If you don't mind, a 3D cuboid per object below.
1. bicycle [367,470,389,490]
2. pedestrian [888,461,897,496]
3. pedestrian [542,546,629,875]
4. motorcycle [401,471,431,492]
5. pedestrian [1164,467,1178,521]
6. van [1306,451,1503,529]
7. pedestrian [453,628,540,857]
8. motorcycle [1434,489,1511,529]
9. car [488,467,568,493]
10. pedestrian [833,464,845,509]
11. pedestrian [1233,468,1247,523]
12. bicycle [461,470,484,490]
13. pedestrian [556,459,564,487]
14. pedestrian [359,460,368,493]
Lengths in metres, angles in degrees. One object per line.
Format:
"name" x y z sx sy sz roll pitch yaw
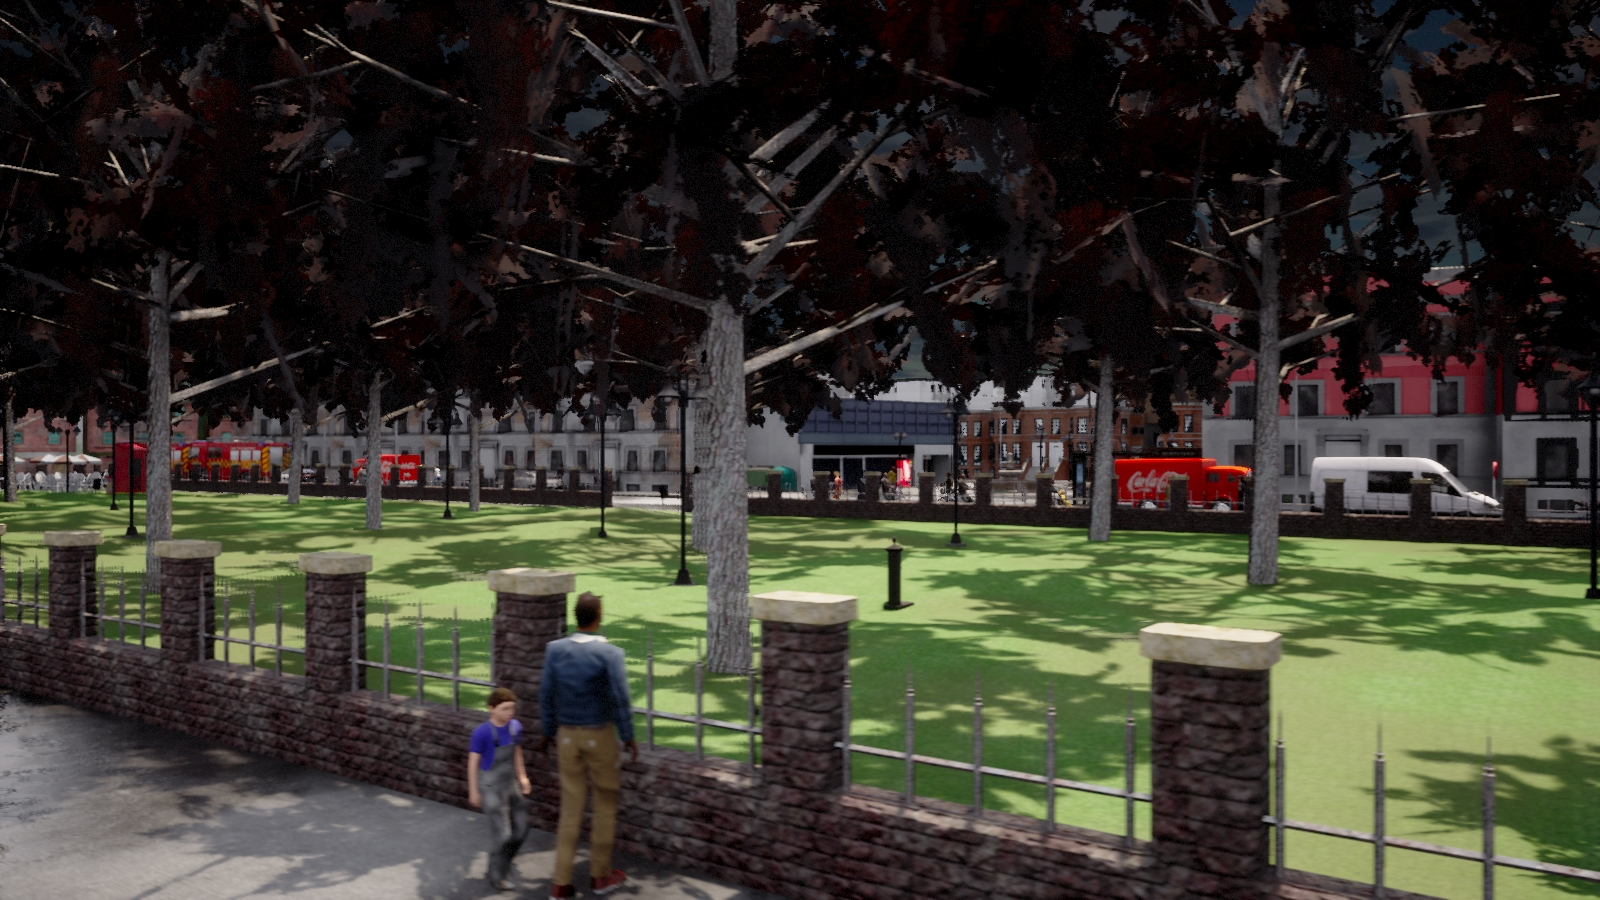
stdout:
"bicycle" -27.070 1.939 73.203 1.835 1.271 0.329 0 0 35
"pedestrian" 4.963 1.524 61.264 0.375 1.860 0.375 0 0 42
"pedestrian" -1.282 1.526 6.846 0.375 1.860 0.375 0 0 20
"motorcycle" -23.858 1.961 70.959 1.805 1.236 0.856 0 0 35
"pedestrian" 12.917 1.524 39.779 0.375 1.860 0.375 0 0 35
"van" 21.095 1.314 39.997 5.915 2.561 1.988 0 0 35
"pedestrian" -1.901 1.806 7.159 0.375 1.300 0.375 0 0 36
"motorcycle" 22.820 1.984 38.799 2.209 1.251 0.867 0 0 35
"car" -16.946 1.827 71.033 4.902 1.511 2.128 0 0 35
"pedestrian" 1.631 1.522 47.584 0.375 1.860 0.375 0 0 32
"pedestrian" 14.810 1.526 38.478 0.375 1.860 0.375 0 0 34
"bicycle" -21.223 1.939 73.996 1.835 1.271 0.329 0 0 34
"pedestrian" -16.112 1.524 76.727 0.375 1.860 0.375 0 0 28
"pedestrian" -25.255 1.525 66.091 0.375 1.860 0.375 0 0 35
